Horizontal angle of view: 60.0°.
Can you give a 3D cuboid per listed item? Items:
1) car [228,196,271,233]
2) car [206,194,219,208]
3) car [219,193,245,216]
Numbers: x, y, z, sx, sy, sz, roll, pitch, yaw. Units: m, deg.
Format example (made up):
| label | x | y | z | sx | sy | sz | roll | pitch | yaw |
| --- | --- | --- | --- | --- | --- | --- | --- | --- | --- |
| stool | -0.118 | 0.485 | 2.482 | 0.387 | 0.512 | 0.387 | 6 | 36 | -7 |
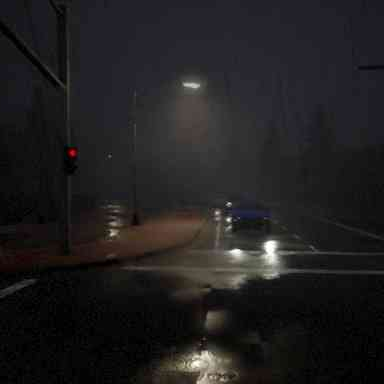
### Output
| label | x | y | z | sx | sy | sz | roll | pitch | yaw |
| --- | --- | --- | --- | --- | --- | --- | --- | --- | --- |
| car | 3.044 | 1.201 | 17.911 | 1.882 | 1.535 | 5.008 | 0 | 1 | 6 |
| car | 2.868 | 0.972 | 37.562 | 1.812 | 1.442 | 4.674 | -1 | 1 | -12 |
| car | 3.678 | 0.936 | 27.471 | 2.097 | 1.767 | 4.553 | 0 | 1 | 1 |
